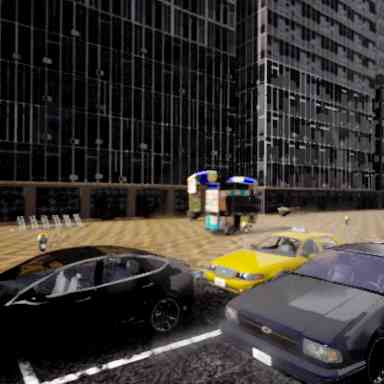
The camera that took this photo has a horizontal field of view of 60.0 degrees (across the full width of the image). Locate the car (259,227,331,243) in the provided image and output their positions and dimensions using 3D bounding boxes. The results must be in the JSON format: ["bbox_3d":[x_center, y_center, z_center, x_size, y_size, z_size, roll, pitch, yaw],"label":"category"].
[{"bbox_3d":[2.552,1.599,8.388,4.829,1.417,1.752,1,-1,-36],"label":"car"}]

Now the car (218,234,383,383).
[{"bbox_3d":[3.002,1.607,5.525,5.357,1.411,2.033,1,0,-36],"label":"car"}]

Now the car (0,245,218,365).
[{"bbox_3d":[-1.922,1.580,5.192,4.313,1.339,1.947,1,-1,-36],"label":"car"}]
